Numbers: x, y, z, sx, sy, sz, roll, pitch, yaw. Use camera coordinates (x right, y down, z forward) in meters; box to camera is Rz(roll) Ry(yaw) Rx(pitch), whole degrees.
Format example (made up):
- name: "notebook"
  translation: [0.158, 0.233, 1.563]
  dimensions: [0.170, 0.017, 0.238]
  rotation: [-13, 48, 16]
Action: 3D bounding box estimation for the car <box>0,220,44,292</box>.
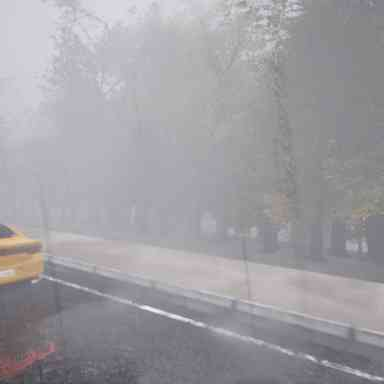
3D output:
- name: "car"
  translation: [-5.370, 1.254, 7.471]
  dimensions: [5.008, 1.535, 1.882]
  rotation: [2, 1, 35]
